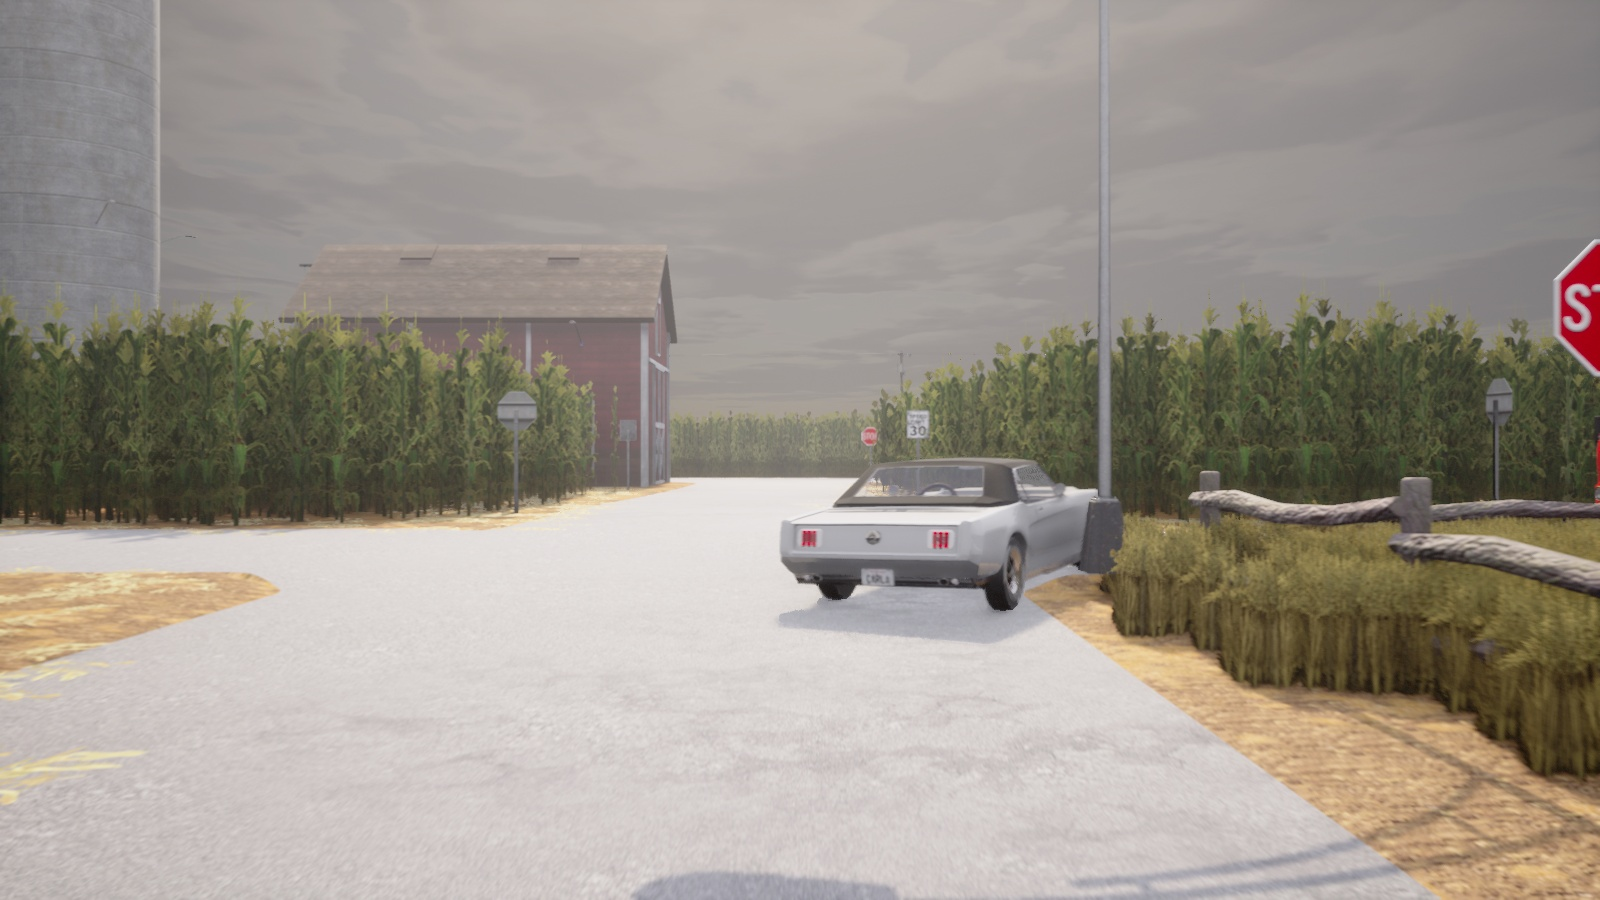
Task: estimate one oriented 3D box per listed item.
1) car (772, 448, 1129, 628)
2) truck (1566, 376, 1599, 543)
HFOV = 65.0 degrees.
[{"bbox_3d":[1.732,0.718,12.498,1.895,1.301,4.718,-2,1,28],"label":"car"},{"bbox_3d":[14.373,0.164,17.956,5.204,2.467,2.627,1,0,0],"label":"truck"}]
